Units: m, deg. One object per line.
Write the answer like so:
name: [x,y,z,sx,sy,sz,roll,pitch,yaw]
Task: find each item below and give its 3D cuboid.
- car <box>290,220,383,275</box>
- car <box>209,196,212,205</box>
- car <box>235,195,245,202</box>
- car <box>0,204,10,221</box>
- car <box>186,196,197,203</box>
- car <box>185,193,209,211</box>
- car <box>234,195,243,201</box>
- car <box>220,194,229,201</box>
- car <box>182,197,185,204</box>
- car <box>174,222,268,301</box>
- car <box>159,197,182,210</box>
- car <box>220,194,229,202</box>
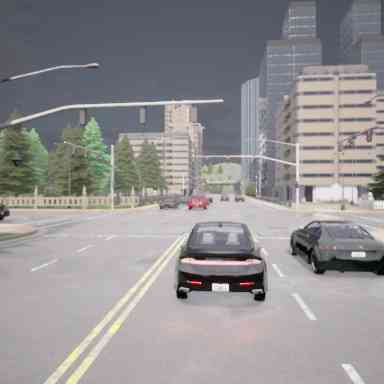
car: [4.404,1.559,10.446,1.994,1.385,4.181,0,0,5]
car: [1.946,1.574,55.964,1.895,1.301,4.718,0,0,6]
car: [11.002,1.554,76.141,1.895,1.301,4.718,0,0,5]
car: [-16.619,1.210,24.784,5.566,2.045,2.150,0,0,7]
car: [-0.094,1.519,70.435,1.994,1.385,4.181,0,0,5]
car: [0.722,1.201,41.369,2.150,2.045,5.566,0,0,3]
car: [11.896,1.496,85.447,2.033,1.411,5.357,0,0,5]
car: [8.409,1.311,85.751,2.097,1.767,4.553,0,0,5]
car: [-1.562,1.537,56.042,1.994,1.385,4.181,0,0,6]
car: [0.710,1.487,8.339,2.128,1.511,4.902,0,0,5]
car: [-2.883,1.544,42.389,1.994,1.385,4.181,0,0,6]
car: [7.612,1.512,77.449,1.994,1.385,4.181,0,0,5]
